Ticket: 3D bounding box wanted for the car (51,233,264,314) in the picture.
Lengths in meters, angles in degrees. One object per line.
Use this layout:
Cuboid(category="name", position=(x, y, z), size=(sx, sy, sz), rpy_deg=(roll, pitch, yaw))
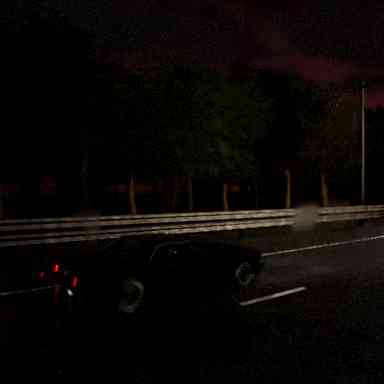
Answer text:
Cuboid(category="car", position=(-0.544, 1.628, 7.665), size=(4.718, 1.301, 1.895), rpy_deg=(0, 0, -36))
